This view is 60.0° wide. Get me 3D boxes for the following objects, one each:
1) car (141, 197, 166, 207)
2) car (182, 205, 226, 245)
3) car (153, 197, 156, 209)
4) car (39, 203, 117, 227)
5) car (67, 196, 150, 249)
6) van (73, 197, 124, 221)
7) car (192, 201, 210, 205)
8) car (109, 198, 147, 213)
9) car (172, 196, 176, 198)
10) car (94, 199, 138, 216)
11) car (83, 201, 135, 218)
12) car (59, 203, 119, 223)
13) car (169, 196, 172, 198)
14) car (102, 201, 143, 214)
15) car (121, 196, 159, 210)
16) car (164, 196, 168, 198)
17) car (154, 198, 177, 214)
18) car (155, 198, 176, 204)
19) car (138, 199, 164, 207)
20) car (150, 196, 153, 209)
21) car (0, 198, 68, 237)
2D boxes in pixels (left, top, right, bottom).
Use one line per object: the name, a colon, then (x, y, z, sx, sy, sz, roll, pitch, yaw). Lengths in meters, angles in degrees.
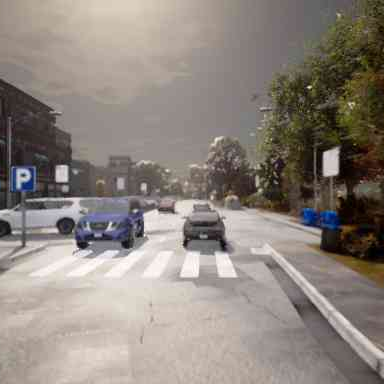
car: (-7.838, 1.972, 67.092, 4.553, 1.767, 2.185, -1, -1, -19)
car: (0.573, 1.602, 16.093, 1.837, 1.490, 4.892, 0, -1, 2)
car: (-8.174, 1.933, 49.103, 4.792, 1.488, 2.163, -1, -1, -19)
car: (-8.515, 1.679, 25.127, 5.366, 1.575, 1.946, -1, -1, -19)
car: (-3.567, 1.323, 15.512, 2.150, 2.045, 5.566, 0, -1, 1)
van: (-8.691, 1.513, 31.032, 4.442, 1.987, 1.878, -1, 0, -19)
car: (1.052, 1.776, 37.282, 2.128, 1.511, 4.902, 0, -1, 1)
car: (-8.300, 1.720, 43.091, 4.553, 1.767, 2.185, -1, 0, -19)
car: (-7.456, 2.320, 85.099, 4.892, 1.521, 2.231, -1, -1, -19)
car: (-8.492, 1.666, 37.077, 4.553, 1.767, 2.185, -1, -1, -19)
car: (-8.511, 1.764, 34.072, 5.008, 1.535, 2.097, -1, 0, -19)
car: (-8.641, 1.751, 28.071, 4.674, 1.452, 2.002, -1, -1, -19)
car: (-7.620, 2.246, 76.100, 4.674, 1.452, 2.002, -1, -1, -19)
car: (-8.396, 1.859, 40.082, 4.674, 1.452, 2.002, -1, -1, -19)
car: (-8.111, 1.682, 52.105, 5.566, 2.045, 2.435, -1, -1, -19)
car: (-7.925, 1.778, 61.120, 5.566, 2.045, 2.435, -1, -1, -19)
car: (-3.059, 1.806, 40.985, 1.882, 1.535, 5.008, 0, -1, 2)
car: (-7.169, 2.390, 91.160, 5.366, 1.575, 1.946, -1, -1, -19)
car: (-7.866, 2.103, 64.094, 4.674, 1.452, 2.002, -1, 0, -19)
car: (-8.235, 1.748, 46.091, 4.553, 1.767, 2.185, -1, 0, -19)
car: (-8.822, 1.380, 19.041, 5.566, 2.045, 2.435, -1, 0, -19)
